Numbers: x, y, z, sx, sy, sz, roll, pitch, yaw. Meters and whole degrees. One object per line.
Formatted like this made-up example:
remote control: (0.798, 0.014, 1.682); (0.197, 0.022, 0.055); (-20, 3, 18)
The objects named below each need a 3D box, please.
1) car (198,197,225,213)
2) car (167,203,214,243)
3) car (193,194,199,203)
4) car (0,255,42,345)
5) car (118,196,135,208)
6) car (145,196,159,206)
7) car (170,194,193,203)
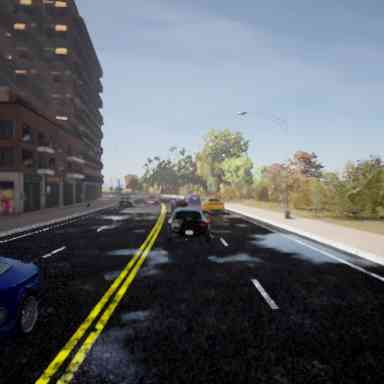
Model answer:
car: (2.097, 1.297, 33.800); (1.882, 1.535, 5.008); (0, 0, -4)
car: (-0.195, 1.450, 15.657); (1.812, 1.442, 4.674); (0, 0, -2)
car: (0.163, 1.057, 54.081); (2.097, 1.767, 4.553); (0, 0, -7)
car: (-3.387, 1.517, 3.833); (1.812, 1.442, 4.674); (0, 0, -1)
car: (-8.709, 1.303, 44.252); (1.837, 1.490, 4.892); (0, 1, -5)
car: (-6.004, 1.279, 49.983); (1.812, 1.442, 4.674); (0, 0, -5)
car: (-1.404, 1.304, 37.138); (2.128, 1.511, 4.902); (0, 0, -4)
